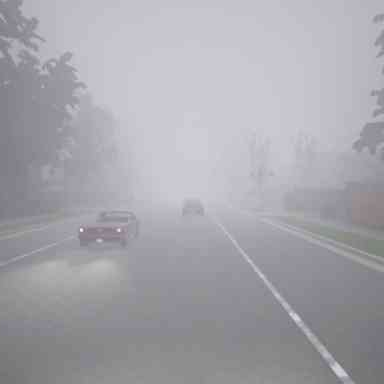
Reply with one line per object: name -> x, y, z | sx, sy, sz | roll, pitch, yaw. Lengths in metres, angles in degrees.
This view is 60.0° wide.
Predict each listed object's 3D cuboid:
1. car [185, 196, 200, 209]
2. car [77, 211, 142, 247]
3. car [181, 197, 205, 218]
car -> 0.052, 1.296, 41.321 | 1.812, 1.442, 4.674 | 0, 1, 0
car -> -3.507, 1.529, 14.858 | 1.895, 1.301, 4.718 | 0, 0, 0
car -> 0.090, 1.352, 28.728 | 2.128, 1.511, 4.902 | 0, 0, 0
